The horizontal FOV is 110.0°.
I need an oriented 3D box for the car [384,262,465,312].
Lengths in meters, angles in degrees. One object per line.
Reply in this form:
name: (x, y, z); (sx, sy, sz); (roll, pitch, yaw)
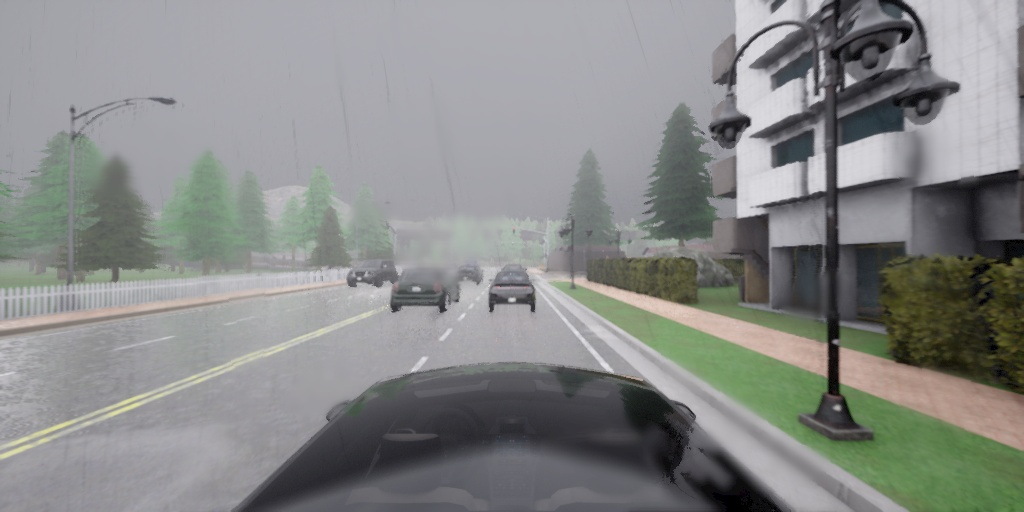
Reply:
car: (-3.484, 1.253, 15.249); (2.097, 1.767, 4.553); (0, -1, 0)

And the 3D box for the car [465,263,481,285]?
car: (-3.484, 1.578, 30.330); (1.837, 1.490, 4.892); (0, 0, 0)

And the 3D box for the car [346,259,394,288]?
car: (-10.509, 1.265, 27.455); (2.150, 2.045, 5.566); (0, -1, 0)

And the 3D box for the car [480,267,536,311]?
car: (0.017, 1.396, 15.331); (2.128, 1.511, 4.902); (0, 0, 0)

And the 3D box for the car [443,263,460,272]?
car: (-10.536, 1.983, 62.835); (2.033, 1.411, 5.357); (0, -1, 1)

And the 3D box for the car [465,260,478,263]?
car: (-7.044, 1.658, 62.936); (2.150, 2.045, 5.566); (0, -1, 1)

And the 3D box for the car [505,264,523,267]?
car: (0.236, 1.421, 30.222); (2.097, 1.767, 4.553); (0, -1, 5)
